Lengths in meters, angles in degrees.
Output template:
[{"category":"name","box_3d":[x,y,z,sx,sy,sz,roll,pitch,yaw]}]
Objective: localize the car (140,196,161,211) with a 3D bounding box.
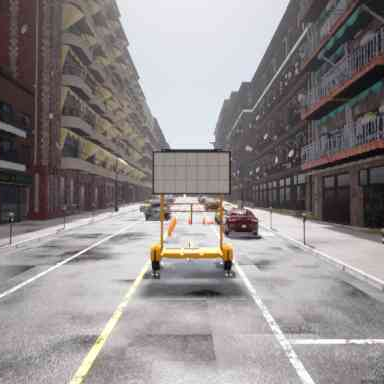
[{"category":"car","box_3d":[-5.304,1.595,40.710,1.752,1.417,4.829,2,0,0]}]

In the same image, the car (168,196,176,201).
[{"category":"car","box_3d":[-5.316,1.832,90.654,1.947,1.339,4.313,1,0,0]}]

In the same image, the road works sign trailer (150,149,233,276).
[{"category":"road works sign trailer","box_3d":[-0.012,0.473,10.367,2.380,3.560,2.880,0,0,0]}]

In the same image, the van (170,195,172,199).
[{"category":"van","box_3d":[-5.305,1.482,63.002,1.690,1.788,3.998,1,0,0]}]

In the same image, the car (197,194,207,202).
[{"category":"car","box_3d":[2.537,1.552,85.066,2.192,1.841,5.009,1,0,0]}]

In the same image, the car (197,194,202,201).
[{"category":"car","box_3d":[2.570,1.707,68.471,1.887,1.381,4.507,1,0,0]}]

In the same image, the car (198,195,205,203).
[{"category":"car","box_3d":[2.571,1.685,62.942,1.887,1.381,4.507,1,0,0]}]

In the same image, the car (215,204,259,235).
[{"category":"car","box_3d":[2.581,1.565,18.696,1.887,1.381,4.507,1,0,0]}]

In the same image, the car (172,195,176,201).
[{"category":"car","box_3d":[-5.306,1.502,74.063,2.192,1.841,5.009,1,0,0]}]

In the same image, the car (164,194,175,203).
[{"category":"car","box_3d":[-5.307,1.527,79.593,2.192,1.841,5.009,1,0,0]}]

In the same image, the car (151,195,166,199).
[{"category":"car","box_3d":[-5.299,1.400,46.412,2.192,1.841,5.009,2,0,0]}]

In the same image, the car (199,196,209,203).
[{"category":"car","box_3d":[2.579,1.627,74.004,1.967,1.590,4.097,1,0,0]}]

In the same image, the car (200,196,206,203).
[{"category":"car","box_3d":[2.574,1.635,46.350,2.008,1.369,4.403,1,0,0]}]

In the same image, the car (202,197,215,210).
[{"category":"car","box_3d":[2.576,1.614,40.818,1.887,1.381,4.507,1,0,0]}]

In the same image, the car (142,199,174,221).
[{"category":"car","box_3d":[-2.755,1.562,27.756,1.812,1.442,4.674,0,0,0]}]

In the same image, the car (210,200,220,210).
[{"category":"car","box_3d":[2.580,1.555,24.398,1.752,1.417,4.829,1,0,0]}]

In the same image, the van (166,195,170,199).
[{"category":"van","box_3d":[-5.302,1.460,57.470,1.690,1.788,3.998,2,0,0]}]
